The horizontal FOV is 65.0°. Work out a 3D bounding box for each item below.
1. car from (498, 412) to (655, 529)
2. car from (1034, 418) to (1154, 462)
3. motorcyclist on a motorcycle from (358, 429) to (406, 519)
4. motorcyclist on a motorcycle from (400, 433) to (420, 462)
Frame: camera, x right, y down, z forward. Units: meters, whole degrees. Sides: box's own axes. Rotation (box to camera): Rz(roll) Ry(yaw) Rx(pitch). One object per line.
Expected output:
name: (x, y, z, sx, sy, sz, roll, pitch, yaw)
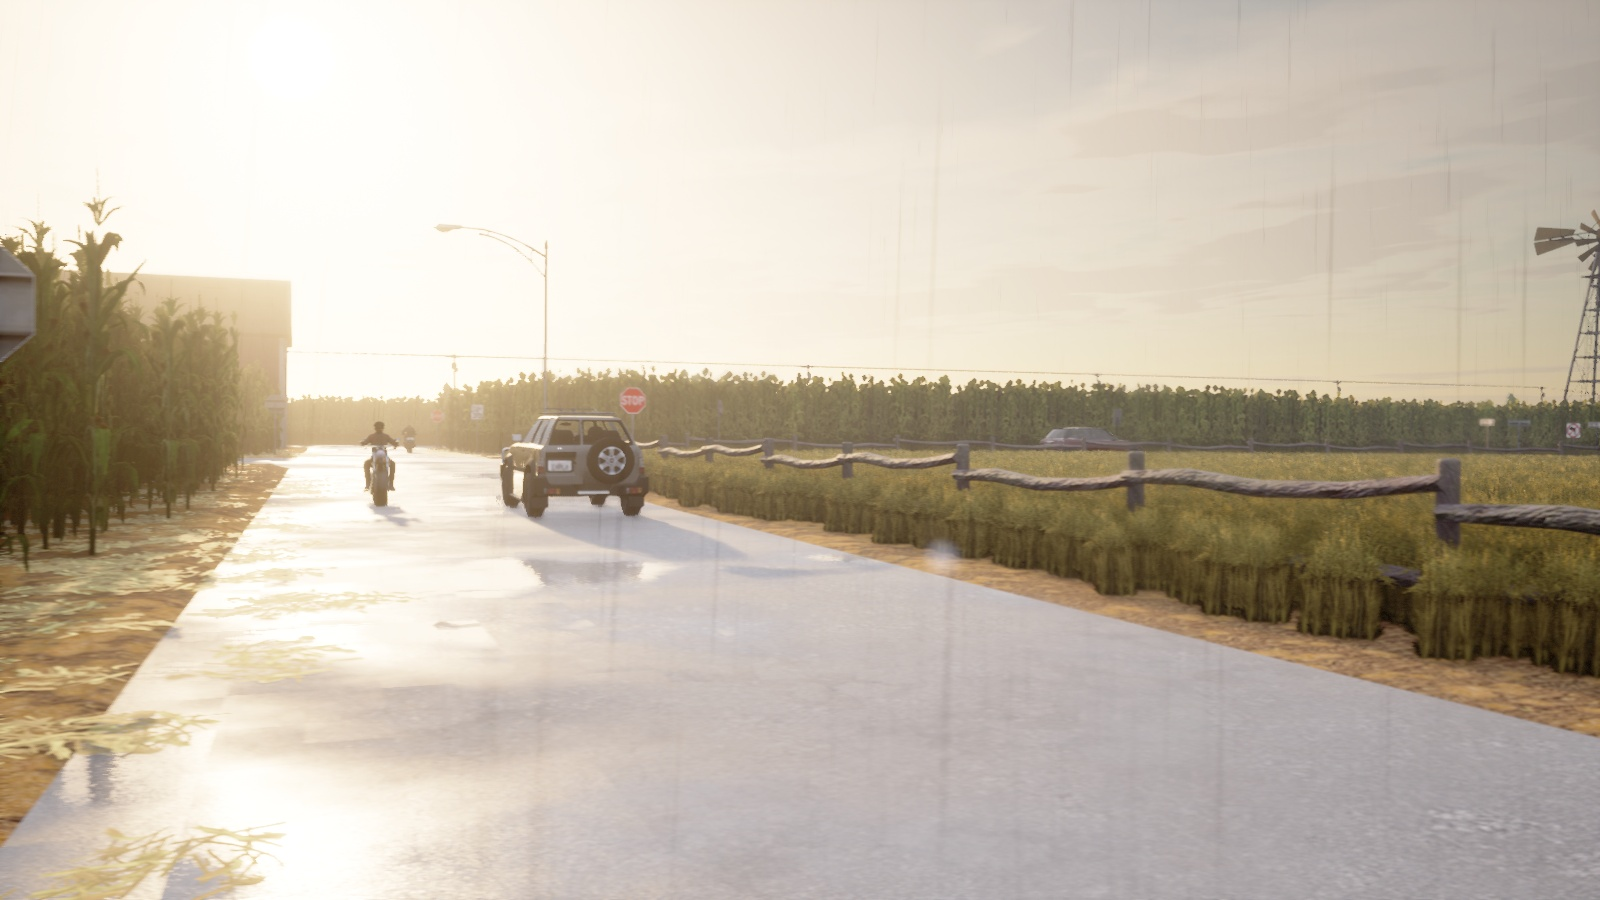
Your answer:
car: (-4.114, 0.277, 22.488, 1.932, 1.855, 4.605, -1, 1, -21)
car: (12.512, -0.441, 53.429, 4.553, 1.767, 2.097, -1, 1, -20)
motorcyclist on a motorcycle: (-8.064, 0.418, 24.185, 0.766, 1.649, 2.350, -1, 1, -21)
motorcyclist on a motorcycle: (-20.491, -0.132, 65.918, 0.866, 1.530, 2.191, -1, 0, -21)
